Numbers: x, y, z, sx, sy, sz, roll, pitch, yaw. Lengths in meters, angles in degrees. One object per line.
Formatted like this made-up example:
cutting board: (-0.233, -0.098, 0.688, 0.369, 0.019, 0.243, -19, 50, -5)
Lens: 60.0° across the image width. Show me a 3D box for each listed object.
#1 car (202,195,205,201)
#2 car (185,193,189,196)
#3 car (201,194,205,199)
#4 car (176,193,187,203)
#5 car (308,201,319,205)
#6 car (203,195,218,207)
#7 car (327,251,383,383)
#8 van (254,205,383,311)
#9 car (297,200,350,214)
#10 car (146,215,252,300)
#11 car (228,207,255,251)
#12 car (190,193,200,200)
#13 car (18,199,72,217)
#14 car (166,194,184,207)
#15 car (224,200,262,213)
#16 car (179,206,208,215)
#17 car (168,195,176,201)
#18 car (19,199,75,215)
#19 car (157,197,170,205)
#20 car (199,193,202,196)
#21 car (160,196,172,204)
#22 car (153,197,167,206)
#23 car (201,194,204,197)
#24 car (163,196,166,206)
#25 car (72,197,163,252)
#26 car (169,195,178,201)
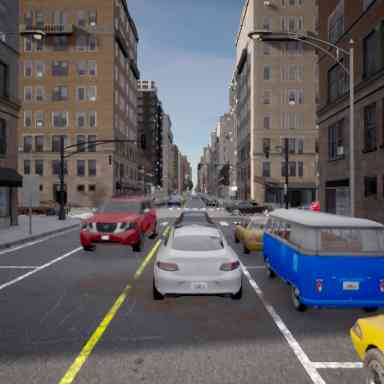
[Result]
car: (3.128, 1.573, 56.326, 1.887, 1.381, 4.507, 1, 0, 1)
car: (-2.329, 1.389, 72.025, 2.097, 1.767, 4.553, 0, 0, 1)
car: (3.205, 1.581, 61.856, 2.008, 1.369, 4.403, 1, 0, 1)
car: (-2.535, 1.509, 61.897, 1.882, 1.535, 5.008, 0, 0, 1)
car: (15.597, 1.372, 35.553, 5.566, 2.045, 2.150, 0, -1, 0)
car: (3.050, 1.592, 50.795, 1.947, 1.339, 4.313, 1, 0, 1)
car: (2.678, 1.526, 1.955, 1.752, 1.417, 4.829, 1, 0, 0)
van: (2.686, 1.345, 7.459, 1.690, 1.788, 3.998, 1, 0, 0)
car: (15.246, 1.729, 38.801, 5.357, 1.411, 2.033, 0, -1, 0)
car: (0.085, 1.531, 8.307, 1.812, 1.442, 4.674, 0, 0, -1)
car: (2.691, 1.533, 13.302, 1.752, 1.417, 4.829, 1, 0, 0)
car: (0.948, 1.562, 91.843, 1.812, 1.442, 4.674, 0, 0, 1)
car: (-13.320, 1.402, 28.885, 4.674, 1.442, 1.812, 0, -1, 4)
car: (-2.695, 1.505, 52.237, 1.882, 1.535, 5.008, 0, 0, 1)
car: (5.603, 1.541, 32.166, 4.892, 1.490, 1.837, 1, 0, 0)
car: (0.110, 1.573, 15.643, 1.994, 1.385, 4.181, 0, 0, 0)
car: (-5.013, 1.562, 83.913, 1.752, 1.417, 4.829, 1, 0, 1)
car: (-14.033, 1.433, 32.336, 4.674, 1.442, 1.812, 0, -1, 0)
car: (-5.320, 1.582, 61.968, 2.008, 1.369, 4.403, 1, 0, 1)
car: (3.591, 1.587, 89.507, 2.008, 1.369, 4.403, 1, 0, 1)
car: (-5.242, 1.578, 67.497, 1.887, 1.381, 4.507, 1, 0, 1)
car: (-5.397, 1.595, 56.439, 1.947, 1.339, 4.313, 1, 0, 1)
car: (3.282, 1.577, 67.386, 1.887, 1.381, 4.507, 1, 0, 1)
car: (-5.475, 1.609, 50.910, 1.802, 1.307, 4.206, 1, 0, 1)
car: (-2.853, 1.231, 14.273, 2.150, 2.045, 5.566, 0, 0, 3)
car: (-4.934, 1.604, 89.612, 1.947, 1.339, 4.313, 1, 0, 1)
